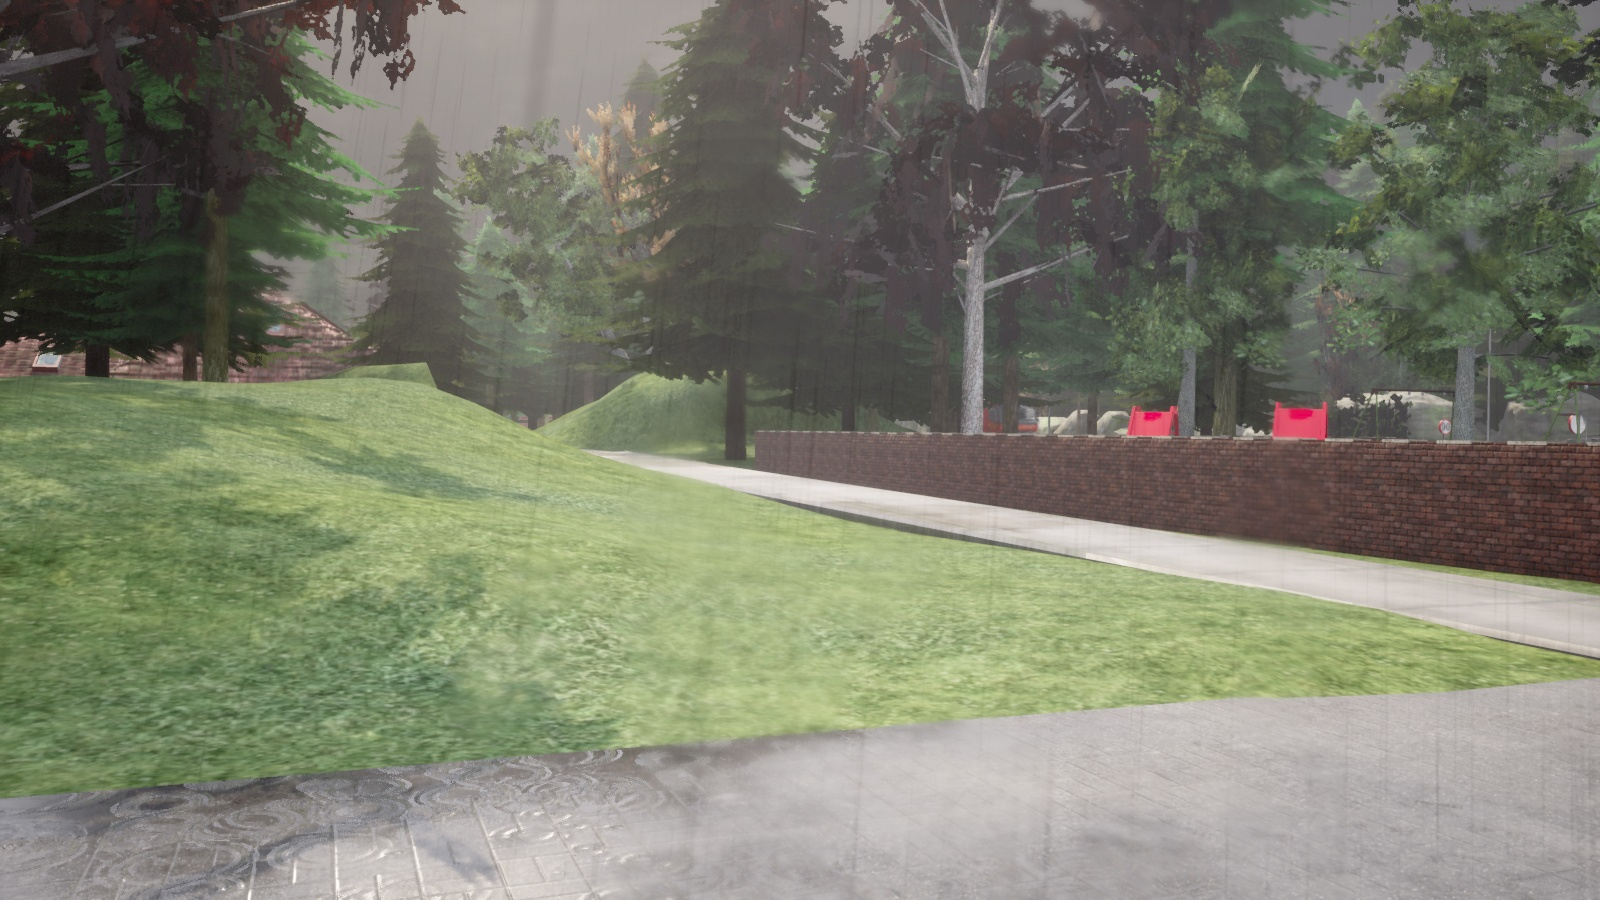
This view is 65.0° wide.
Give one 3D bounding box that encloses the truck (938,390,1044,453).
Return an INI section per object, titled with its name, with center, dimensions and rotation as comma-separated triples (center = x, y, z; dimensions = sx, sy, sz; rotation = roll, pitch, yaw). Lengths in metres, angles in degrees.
[truck]
center = 12.055, -1.804, 80.301
dimensions = 2.891, 3.827, 8.468
rotation = -1, 1, -21

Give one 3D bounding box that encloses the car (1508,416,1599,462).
[car]
center = 29.167, -0.432, 46.652
dimensions = 2.242, 1.667, 4.611
rotation = -1, 1, -21
